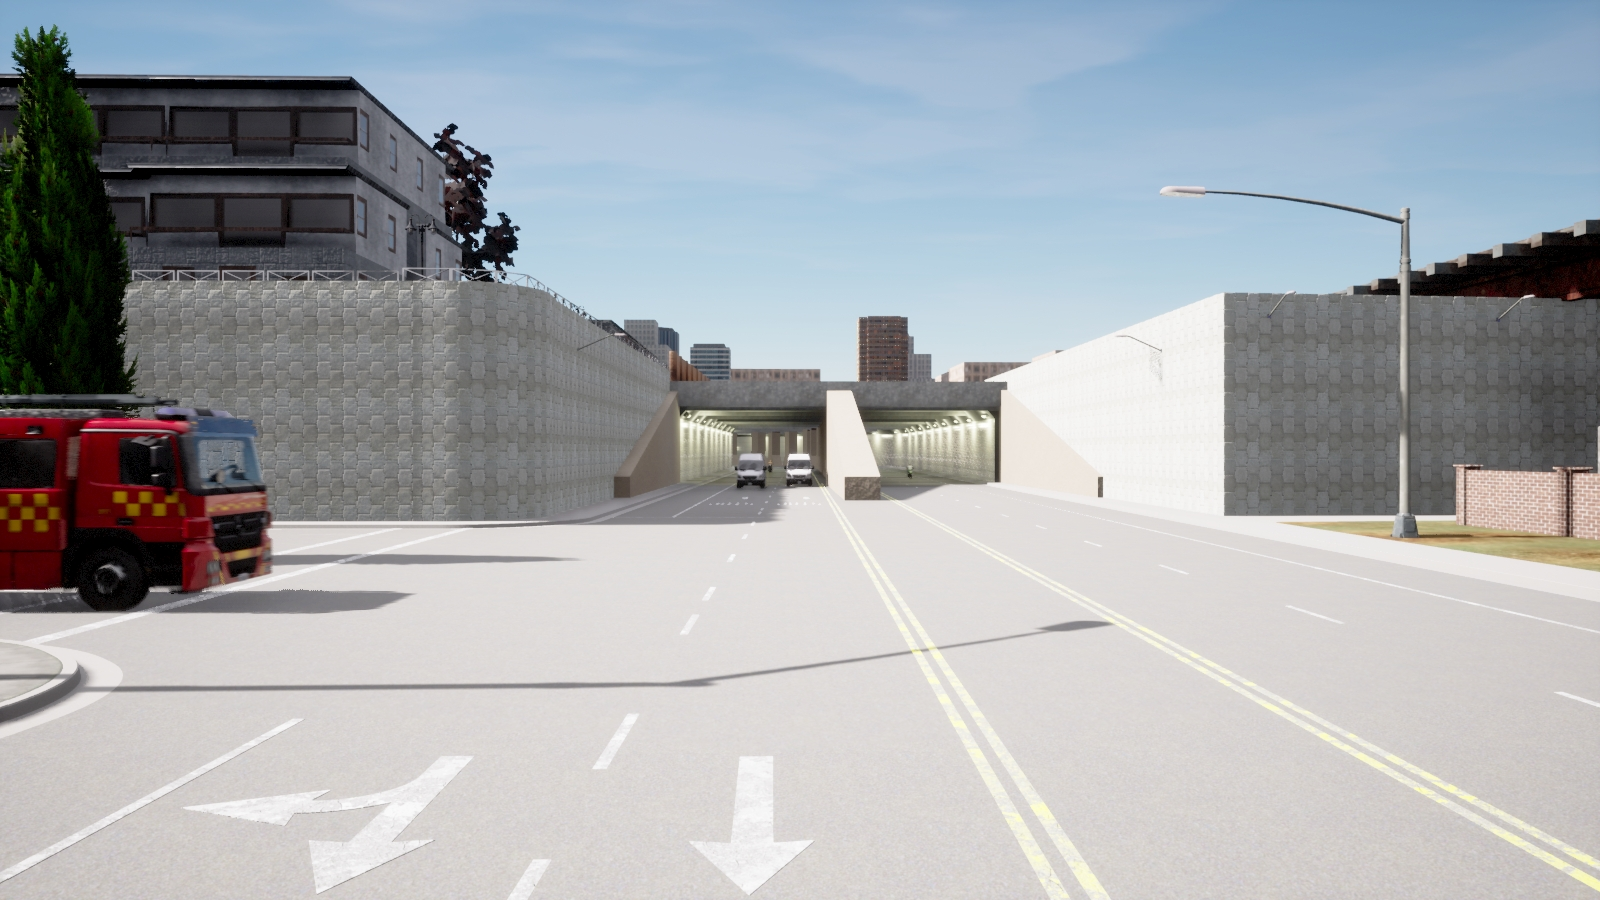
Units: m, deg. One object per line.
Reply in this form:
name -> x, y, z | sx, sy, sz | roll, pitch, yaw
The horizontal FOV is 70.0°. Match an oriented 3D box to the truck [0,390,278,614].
truck -> -14.492, 0.890, 21.012 | 8.468, 3.827, 2.891 | 0, 0, -1
